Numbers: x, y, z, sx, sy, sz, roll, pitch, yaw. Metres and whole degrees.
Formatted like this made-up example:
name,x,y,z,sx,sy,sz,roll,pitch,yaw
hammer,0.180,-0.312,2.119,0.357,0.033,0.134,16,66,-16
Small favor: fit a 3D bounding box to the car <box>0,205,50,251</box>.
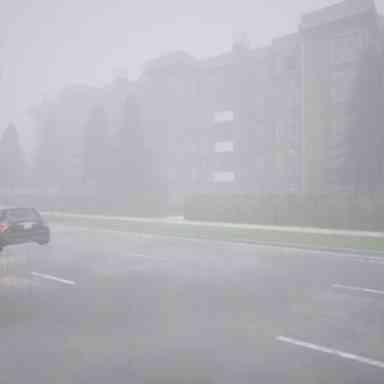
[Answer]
name,x,y,z,sx,sy,sz,roll,pitch,yaw
car,-8.125,1.374,14.237,4.553,1.767,2.097,0,0,36
